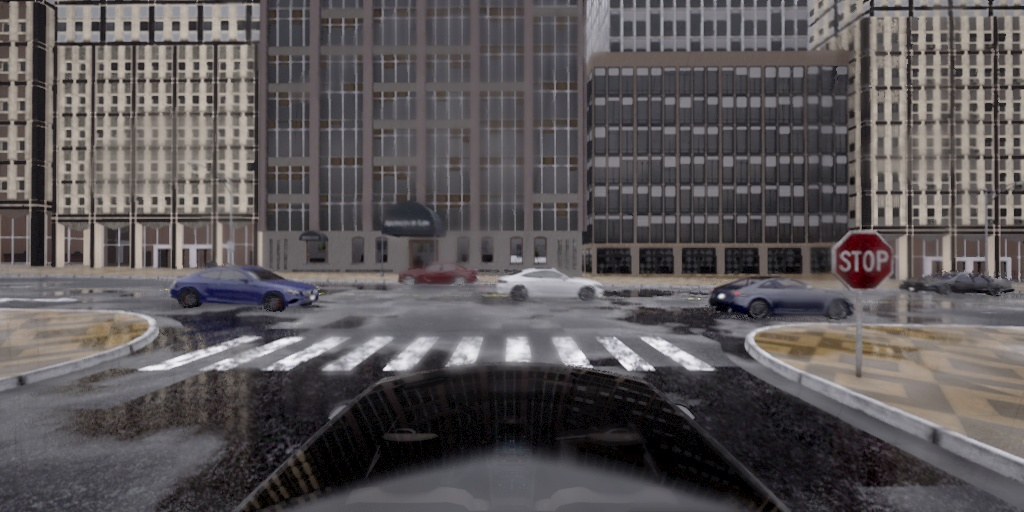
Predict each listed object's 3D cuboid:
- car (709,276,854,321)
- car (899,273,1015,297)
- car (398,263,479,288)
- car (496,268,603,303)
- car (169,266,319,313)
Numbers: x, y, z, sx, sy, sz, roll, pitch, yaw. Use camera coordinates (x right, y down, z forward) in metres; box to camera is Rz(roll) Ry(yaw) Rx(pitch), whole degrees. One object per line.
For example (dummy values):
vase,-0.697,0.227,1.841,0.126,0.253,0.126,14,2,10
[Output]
car,9.211,1.395,12.437,4.181,1.385,1.994,1,0,-3
car,27.599,1.742,22.312,5.357,1.411,2.033,1,0,1
car,-4.585,1.164,22.634,5.008,1.535,1.882,1,0,1
car,1.622,1.248,15.862,4.674,1.442,1.812,0,0,1
car,-9.395,1.112,12.751,4.674,1.442,1.812,2,-1,1
